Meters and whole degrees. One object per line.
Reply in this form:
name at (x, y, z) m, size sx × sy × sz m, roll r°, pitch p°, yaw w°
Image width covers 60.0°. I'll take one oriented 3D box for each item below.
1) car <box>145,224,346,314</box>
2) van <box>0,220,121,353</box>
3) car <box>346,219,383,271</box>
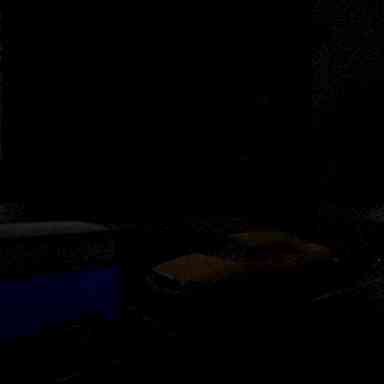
car at (1.300, 1.527, 7.597) m, size 4.829 × 1.417 × 1.752 m, roll 0°, pitch 0°, yaw -36°
van at (-2.978, 1.341, 4.524) m, size 3.998 × 1.788 × 1.690 m, roll 0°, pitch 0°, yaw -36°
car at (5.854, 1.569, 10.870) m, size 4.313 × 1.339 × 1.947 m, roll 0°, pitch 0°, yaw -36°
